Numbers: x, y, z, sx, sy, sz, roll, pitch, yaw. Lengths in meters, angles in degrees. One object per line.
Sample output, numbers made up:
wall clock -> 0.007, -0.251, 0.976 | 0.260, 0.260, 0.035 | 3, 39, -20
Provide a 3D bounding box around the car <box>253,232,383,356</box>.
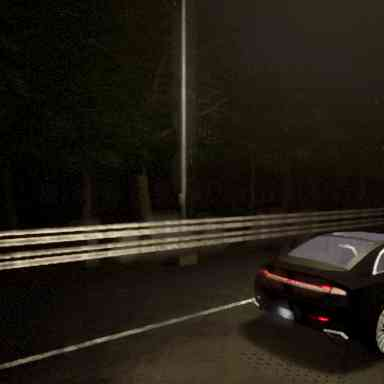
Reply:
car -> 3.286, 1.489, 6.093 | 4.902, 1.511, 2.128 | 0, 0, -36
